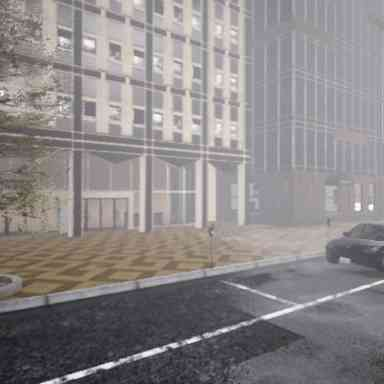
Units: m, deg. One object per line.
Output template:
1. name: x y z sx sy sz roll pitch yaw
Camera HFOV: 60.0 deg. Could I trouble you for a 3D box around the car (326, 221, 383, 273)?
1. car: 6.268 1.658 11.032 4.313 1.339 1.947 1 -1 -35
